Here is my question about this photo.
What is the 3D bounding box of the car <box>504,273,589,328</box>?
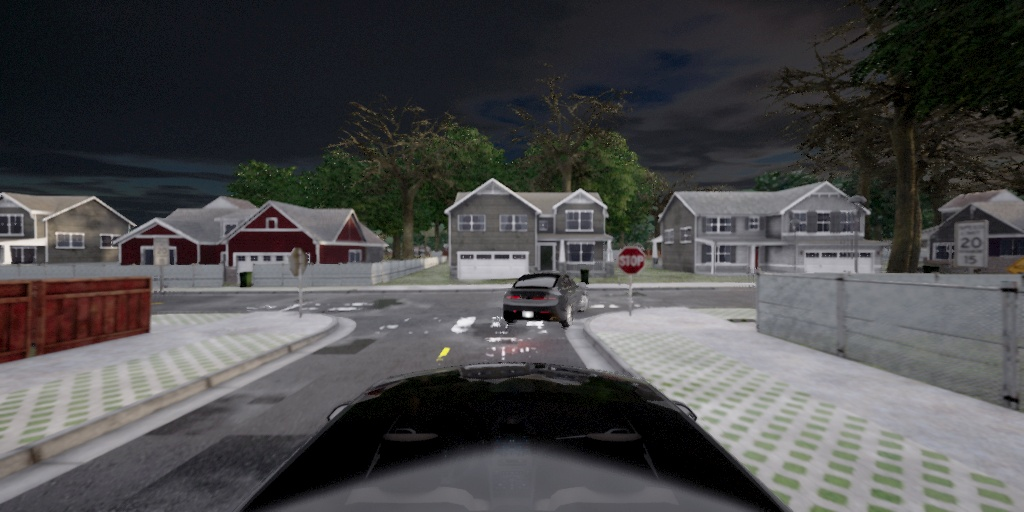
[{"bbox_3d":[1.216,1.281,11.710,1.837,1.490,4.892,-1,0,19],"label":"car"}]

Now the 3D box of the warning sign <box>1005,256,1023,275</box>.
[{"bbox_3d":[18.381,0.777,12.678,1.060,1.860,1.300,0,0,-1],"label":"warning sign"}]
